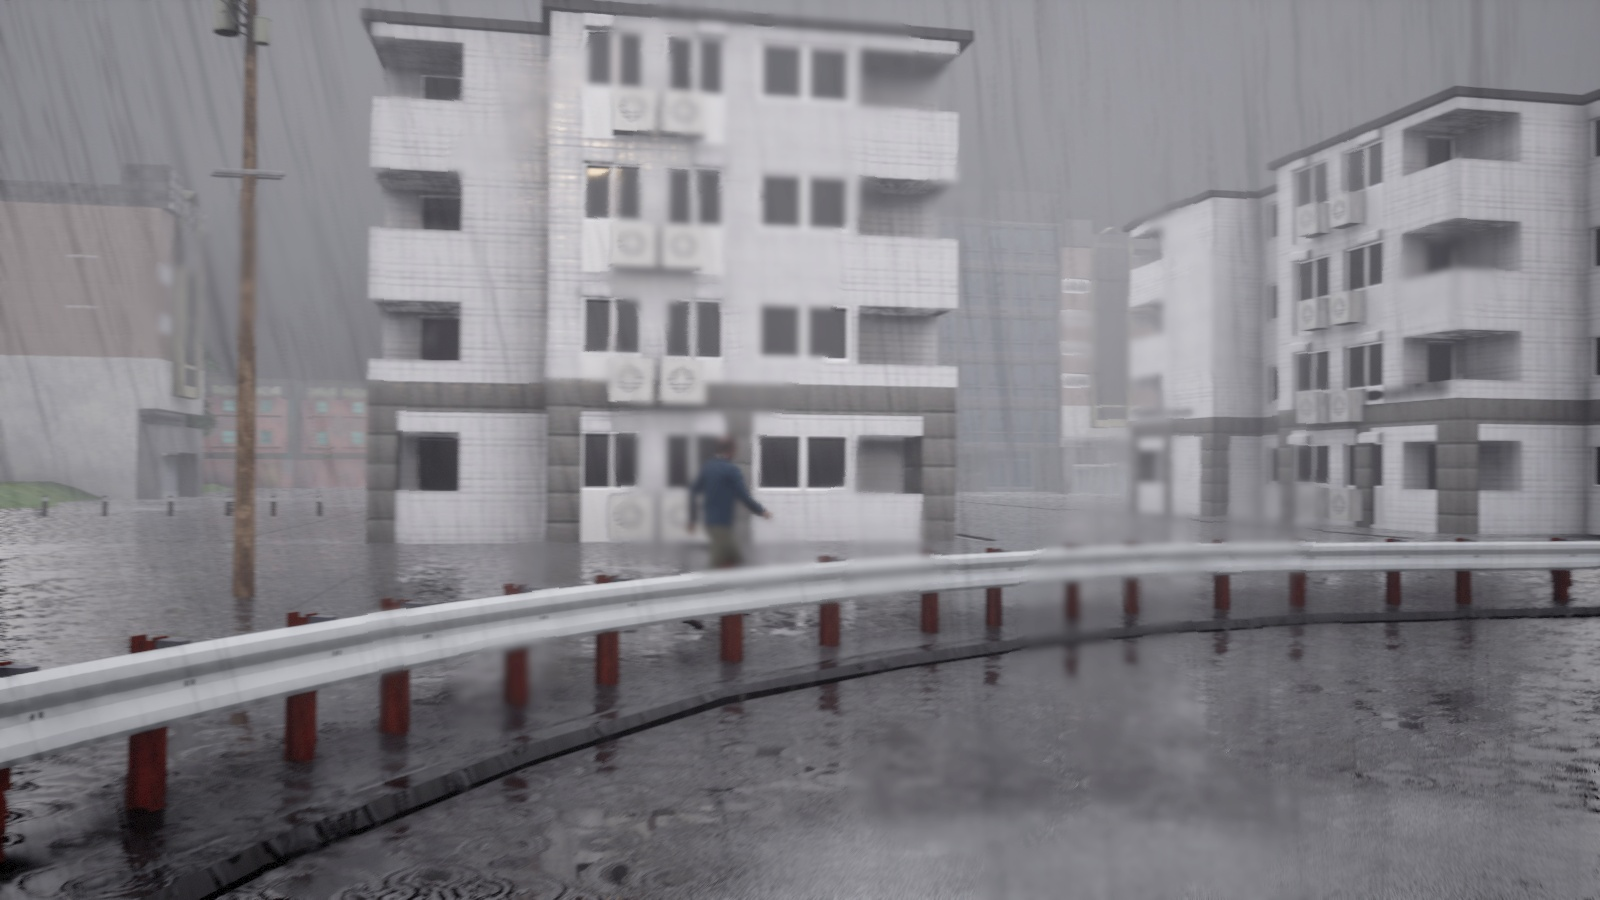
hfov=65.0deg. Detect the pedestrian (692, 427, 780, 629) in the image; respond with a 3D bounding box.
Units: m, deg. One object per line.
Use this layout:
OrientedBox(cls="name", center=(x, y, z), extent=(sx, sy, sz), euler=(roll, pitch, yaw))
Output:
OrientedBox(cls="pedestrian", center=(-0.601, 0.715, 11.833), extent=(0.726, 1.842, 0.402), euler=(1, -1, -37))
